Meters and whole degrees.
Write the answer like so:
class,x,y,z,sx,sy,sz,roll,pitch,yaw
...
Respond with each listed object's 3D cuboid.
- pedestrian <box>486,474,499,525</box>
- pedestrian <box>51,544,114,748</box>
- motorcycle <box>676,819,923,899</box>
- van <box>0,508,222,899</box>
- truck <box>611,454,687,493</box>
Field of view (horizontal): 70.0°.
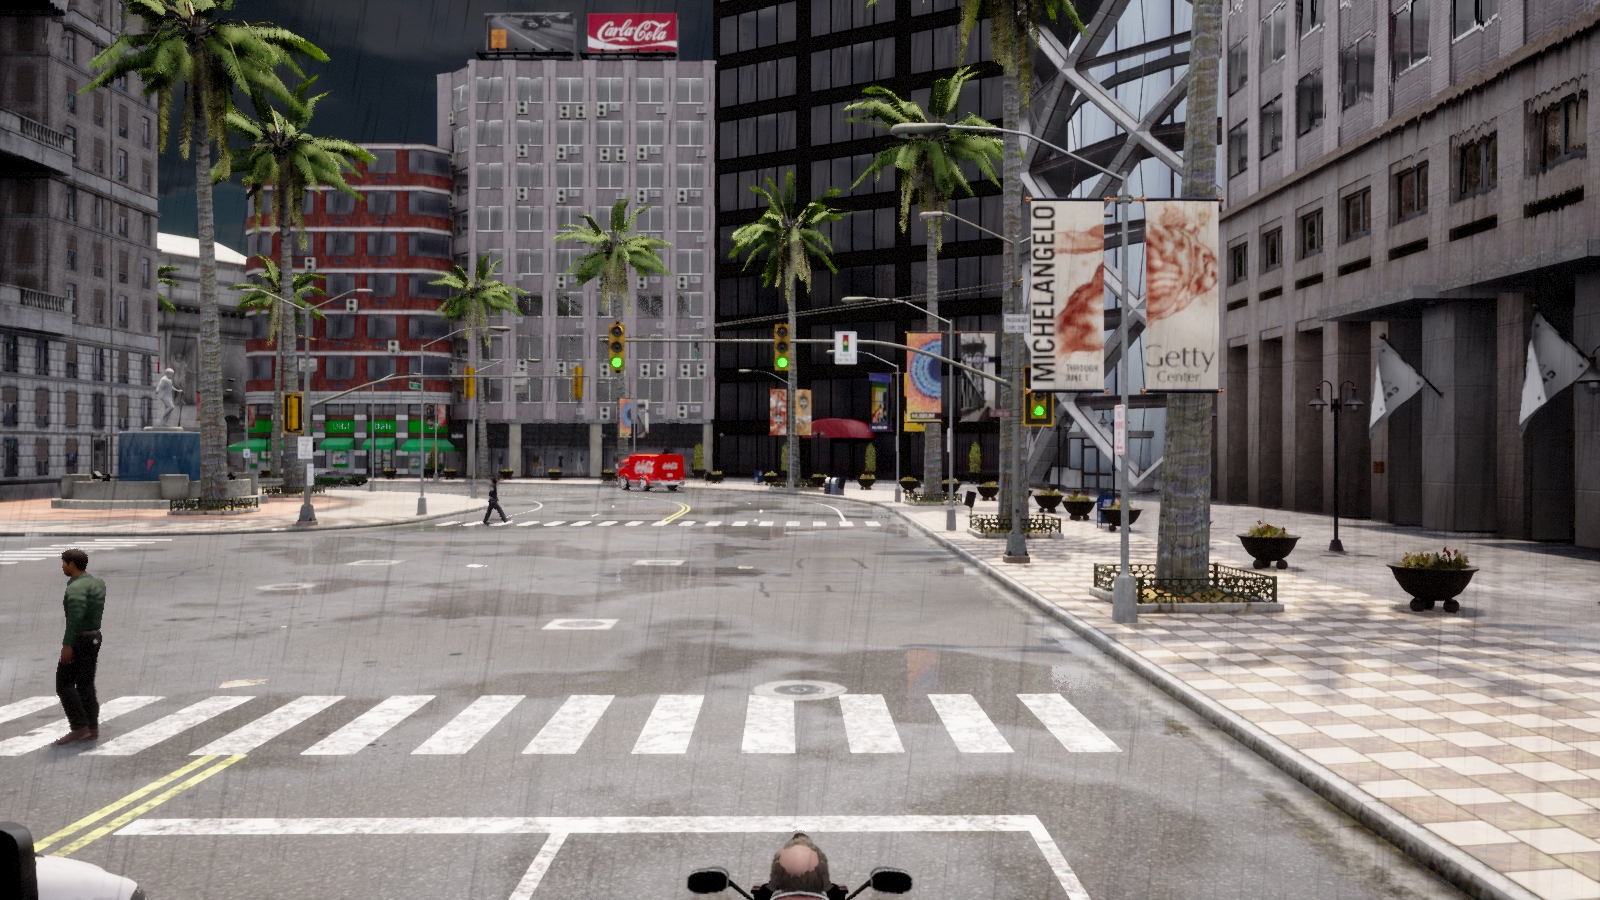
class,x,y,z,sx,sy,sz,roll,pitch,yaw
pedestrian,-11.366,1.832,42.248,0.375,1.860,0.375,0,0,-4
pedestrian,-6.798,1.843,10.832,0.375,1.860,0.375,0,0,-5
motorcycle,-0.001,2.203,3.780,0.867,1.251,2.209,0,0,0
van,-3.507,1.533,2.002,1.988,2.561,5.915,0,0,0
truck,-10.206,1.537,76.943,2.627,2.467,5.204,0,0,-41
